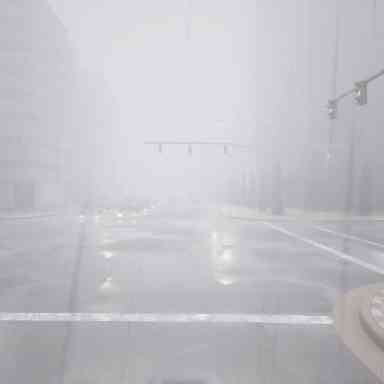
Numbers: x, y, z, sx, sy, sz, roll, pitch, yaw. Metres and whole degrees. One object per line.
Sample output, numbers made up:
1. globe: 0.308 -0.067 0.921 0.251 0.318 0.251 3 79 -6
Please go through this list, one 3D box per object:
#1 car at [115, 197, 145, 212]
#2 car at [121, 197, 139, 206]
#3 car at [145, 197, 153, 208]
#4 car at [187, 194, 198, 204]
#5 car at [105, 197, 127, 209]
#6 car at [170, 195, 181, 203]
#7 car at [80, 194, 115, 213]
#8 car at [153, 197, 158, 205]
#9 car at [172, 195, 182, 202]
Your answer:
1. car: -7.045 1.352 38.080 2.097 1.767 4.553 0 0 0
2. car: -10.501 1.547 56.771 2.033 1.411 5.357 0 0 0
3. car: -7.027 1.526 47.064 1.812 1.442 4.674 0 0 0
4. car: 0.096 1.547 66.100 2.033 1.411 5.357 0 0 0
5. car: -10.531 1.477 46.438 1.882 1.535 5.008 0 0 0
6. car: -3.404 1.505 66.674 1.837 1.490 4.892 0 0 0
7. car: -10.546 1.221 36.736 2.150 2.045 5.566 0 0 0
8. car: -7.001 1.564 56.943 1.994 1.385 4.181 0 0 0
9. car: -3.390 1.494 76.002 2.128 1.511 4.902 0 0 0
